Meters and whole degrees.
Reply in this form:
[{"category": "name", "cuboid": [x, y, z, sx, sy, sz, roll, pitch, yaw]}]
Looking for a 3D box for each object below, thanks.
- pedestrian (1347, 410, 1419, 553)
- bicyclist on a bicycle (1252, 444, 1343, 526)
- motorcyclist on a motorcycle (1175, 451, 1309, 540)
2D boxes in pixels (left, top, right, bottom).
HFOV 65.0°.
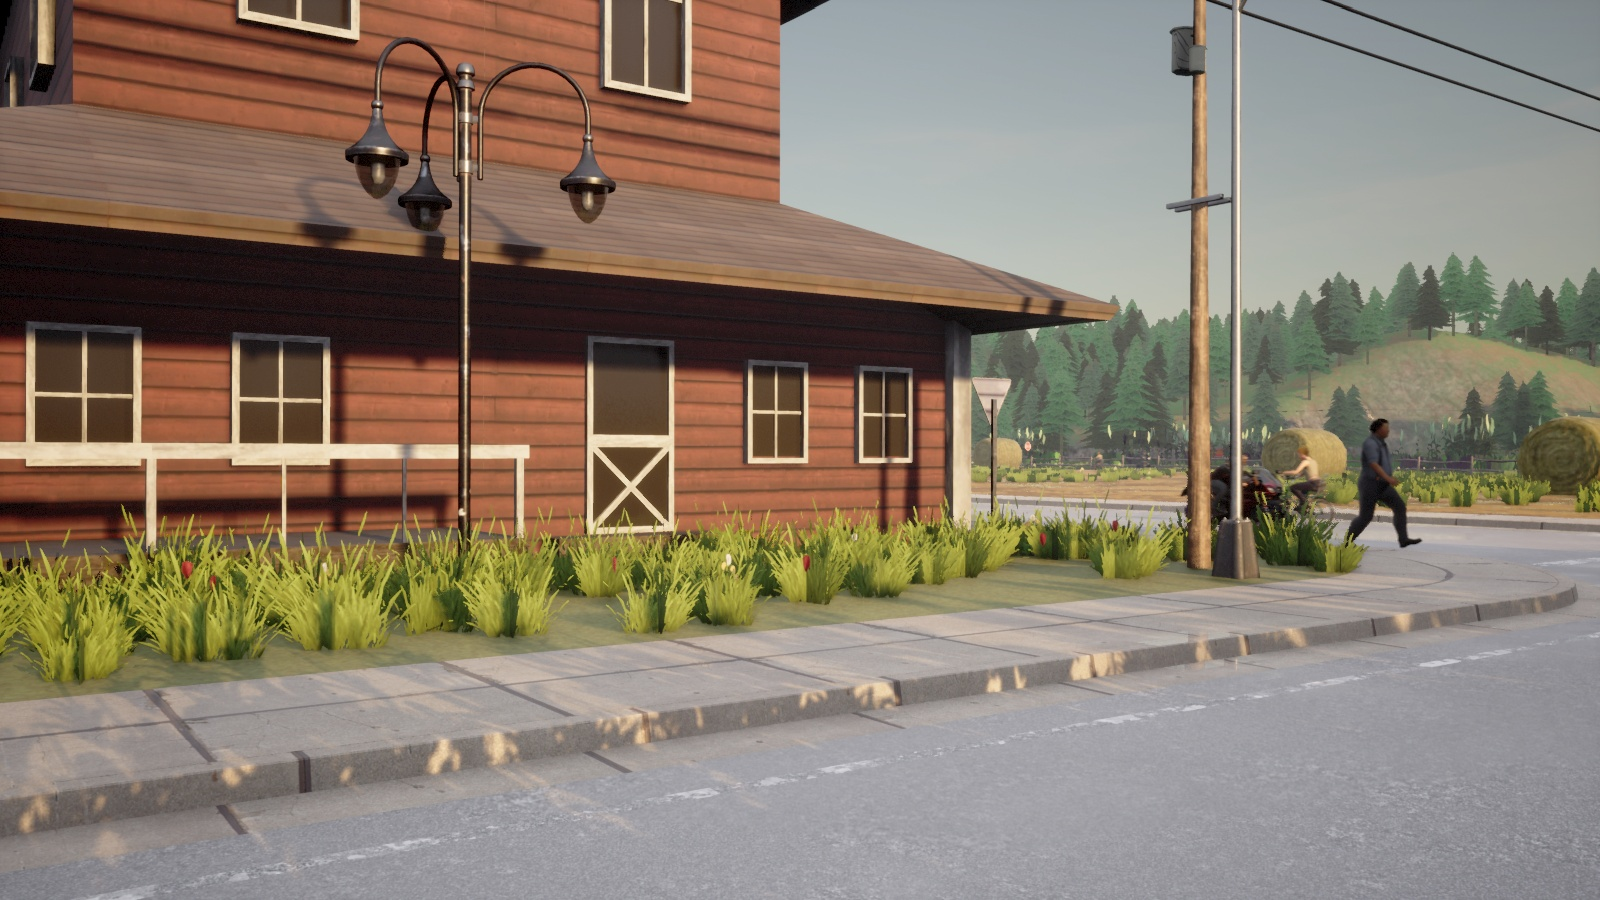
[{"category": "pedestrian", "cuboid": [7.715, 0.404, 16.629, 0.540, 1.848, 0.694, 0, 0, -36]}, {"category": "bicyclist on a bicycle", "cuboid": [10.146, 0.696, 25.650, 0.866, 1.612, 1.509, 0, 0, -35]}, {"category": "motorcyclist on a motorcycle", "cuboid": [7.966, 0.792, 22.722, 0.866, 1.530, 2.191, 0, 0, -36]}]
